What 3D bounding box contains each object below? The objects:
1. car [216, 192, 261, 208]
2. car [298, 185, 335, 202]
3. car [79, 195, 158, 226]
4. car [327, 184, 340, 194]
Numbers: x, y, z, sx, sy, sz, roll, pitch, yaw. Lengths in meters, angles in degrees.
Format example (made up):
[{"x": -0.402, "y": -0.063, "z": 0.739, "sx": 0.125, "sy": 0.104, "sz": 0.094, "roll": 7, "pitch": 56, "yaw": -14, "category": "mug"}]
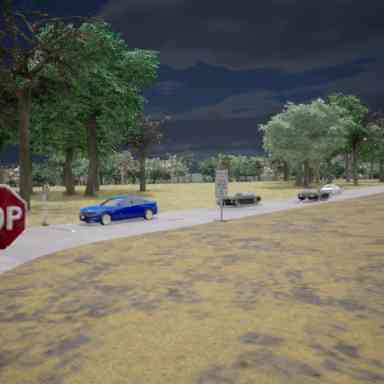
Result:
[{"x": 4.144, "y": 0.658, "z": 29.398, "sx": 1.895, "sy": 1.301, "sz": 4.718, "roll": 1, "pitch": 3, "yaw": 42, "category": "car"}, {"x": 12.903, "y": 0.293, "z": 34.762, "sx": 1.895, "sy": 1.301, "sz": 4.718, "roll": 1, "pitch": 3, "yaw": 42, "category": "car"}, {"x": -4.290, "y": 1.011, "z": 19.976, "sx": 1.882, "sy": 1.535, "sz": 5.008, "roll": 1, "pitch": 3, "yaw": 42, "category": "car"}, {"x": 18.895, "y": -0.326, "z": 45.744, "sx": 1.812, "sy": 1.442, "sz": 4.674, "roll": 1, "pitch": 3, "yaw": 42, "category": "car"}]
